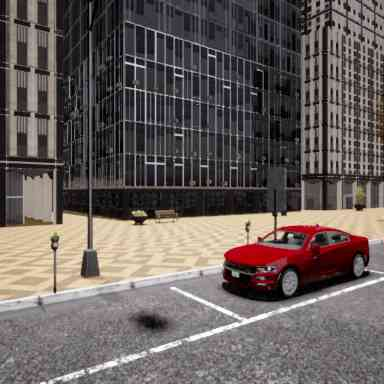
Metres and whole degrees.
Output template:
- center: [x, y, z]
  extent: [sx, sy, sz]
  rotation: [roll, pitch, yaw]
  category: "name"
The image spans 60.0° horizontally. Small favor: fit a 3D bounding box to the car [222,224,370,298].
- center: [2.774, 1.545, 8.528]
  extent: [4.507, 1.381, 1.887]
  rotation: [0, 0, -35]
  category: "car"
